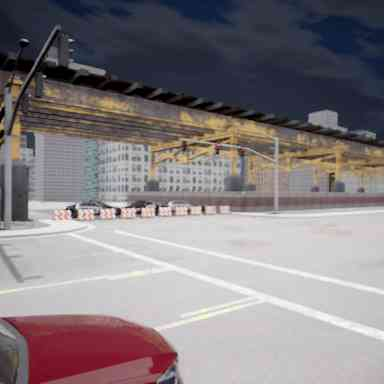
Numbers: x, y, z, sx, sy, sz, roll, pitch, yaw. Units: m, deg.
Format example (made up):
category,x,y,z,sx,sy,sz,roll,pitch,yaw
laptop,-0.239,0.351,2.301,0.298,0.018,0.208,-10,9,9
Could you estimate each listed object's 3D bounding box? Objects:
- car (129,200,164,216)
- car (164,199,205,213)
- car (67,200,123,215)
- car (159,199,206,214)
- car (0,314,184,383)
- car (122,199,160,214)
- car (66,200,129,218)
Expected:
category,x,y,z,sx,sy,sz,roll,pitch,yaw
car,-4.978,1.547,32.840,2.038,1.542,4.974,0,0,18
car,-1.127,1.422,36.602,4.536,1.218,1.853,0,0,-7
car,-8.768,1.360,30.154,4.536,1.218,1.853,0,0,8
car,-1.076,1.580,36.609,4.974,1.542,2.038,0,0,-7
car,-2.214,1.522,2.187,4.674,1.442,1.812,0,0,-35
car,-4.961,1.389,32.890,1.853,1.218,4.536,0,0,18
car,-8.717,1.518,30.147,4.974,1.542,2.038,0,0,8
